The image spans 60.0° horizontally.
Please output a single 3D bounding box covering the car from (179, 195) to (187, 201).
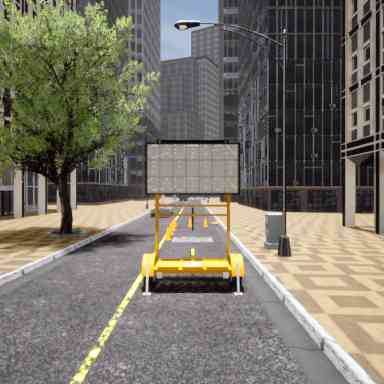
[{"bbox_3d":[-2.251,1.637,86.160,1.882,1.535,5.008,0,-1,3],"label":"car"}]

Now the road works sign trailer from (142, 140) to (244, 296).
[{"bbox_3d":[0.018,0.464,8.636,2.380,3.560,2.880,0,0,0],"label":"road works sign trailer"}]

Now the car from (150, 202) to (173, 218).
[{"bbox_3d":[-2.786,1.616,30.975,1.895,1.301,4.718,0,0,0],"label":"car"}]
